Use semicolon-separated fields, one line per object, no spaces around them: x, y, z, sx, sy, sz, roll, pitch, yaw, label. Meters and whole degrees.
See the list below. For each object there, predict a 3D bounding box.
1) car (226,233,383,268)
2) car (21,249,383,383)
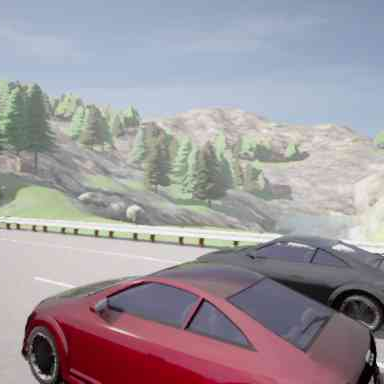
1.972;1.552;6.729;4.181;1.385;1.994;0;0;35;car
-0.145;1.559;3.944;4.181;1.385;1.994;0;0;35;car
